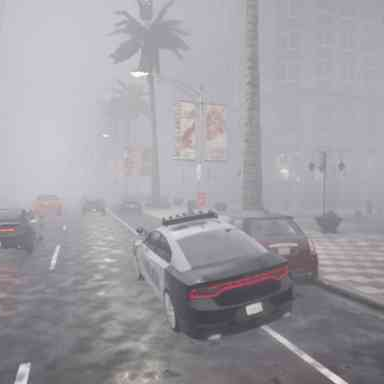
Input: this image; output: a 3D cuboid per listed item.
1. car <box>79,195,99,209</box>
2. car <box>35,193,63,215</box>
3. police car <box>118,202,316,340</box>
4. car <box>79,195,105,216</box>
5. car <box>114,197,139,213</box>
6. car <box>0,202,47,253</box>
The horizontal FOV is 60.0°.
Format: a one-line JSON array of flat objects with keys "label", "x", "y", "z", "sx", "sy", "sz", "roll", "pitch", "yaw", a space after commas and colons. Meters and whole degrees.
[{"label": "car", "x": -12.014, "y": 1.071, "z": 38.616, "sx": 2.033, "sy": 1.411, "sz": 5.357, "roll": 0, "pitch": 1, "yaw": -19}, {"label": "car", "x": -12.263, "y": 0.977, "z": 28.492, "sx": 2.097, "sy": 1.767, "sz": 4.553, "roll": 0, "pitch": 1, "yaw": -19}, {"label": "police car", "x": -0.052, "y": 1.253, "z": 6.963, "sx": 1.930, "sy": 1.638, "sz": 5.238, "roll": -8, "pitch": 6, "yaw": -19}, {"label": "car", "x": -8.520, "y": 1.154, "z": 28.510, "sx": 1.837, "sy": 1.490, "sz": 4.892, "roll": 0, "pitch": 0, "yaw": -19}, {"label": "car", "x": -5.792, "y": 1.168, "z": 29.941, "sx": 2.161, "sy": 1.482, "sz": 4.786, "roll": 0, "pitch": 1, "yaw": -20}, {"label": "car", "x": -6.747, "y": 1.331, "z": 12.434, "sx": 1.837, "sy": 1.490, "sz": 4.892, "roll": 0, "pitch": 1, "yaw": -19}]
